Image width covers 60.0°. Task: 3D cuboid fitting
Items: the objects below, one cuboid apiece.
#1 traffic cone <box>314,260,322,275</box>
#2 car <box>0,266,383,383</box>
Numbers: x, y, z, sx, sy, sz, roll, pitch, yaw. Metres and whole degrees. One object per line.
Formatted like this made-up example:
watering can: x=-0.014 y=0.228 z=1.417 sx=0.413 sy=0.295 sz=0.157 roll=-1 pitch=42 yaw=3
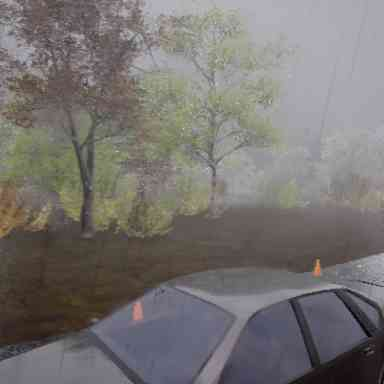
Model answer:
traffic cone: x=3.108 y=1.971 z=8.210 sx=0.340 sy=0.580 sz=0.340 roll=0 pitch=0 yaw=-37
car: x=0.408 y=1.555 z=3.216 sx=5.357 sy=1.411 sz=2.033 roll=0 pitch=0 yaw=-36
